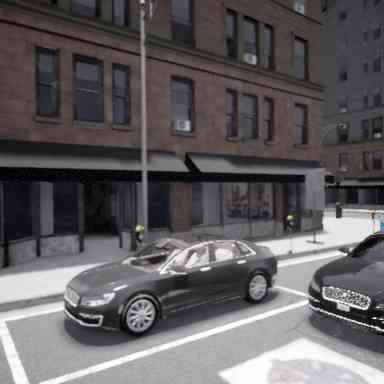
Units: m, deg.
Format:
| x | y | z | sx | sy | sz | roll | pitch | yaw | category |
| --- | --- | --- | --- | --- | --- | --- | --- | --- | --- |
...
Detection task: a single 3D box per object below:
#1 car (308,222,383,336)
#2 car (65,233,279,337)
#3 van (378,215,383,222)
| x | y | z | sx | sy | sz | roll | pitch | yaw | category |
| --- | --- | --- | --- | --- | --- | --- | --- | --- | --- |
| 4.244 | 1.494 | 6.390 | 4.892 | 1.490 | 1.837 | 0 | 0 | -35 | car |
| -0.171 | 1.545 | 6.538 | 4.403 | 1.369 | 2.008 | 0 | -1 | -35 | car |
| 8.959 | 1.314 | 13.054 | 3.998 | 1.788 | 1.690 | 0 | -1 | -35 | van |
